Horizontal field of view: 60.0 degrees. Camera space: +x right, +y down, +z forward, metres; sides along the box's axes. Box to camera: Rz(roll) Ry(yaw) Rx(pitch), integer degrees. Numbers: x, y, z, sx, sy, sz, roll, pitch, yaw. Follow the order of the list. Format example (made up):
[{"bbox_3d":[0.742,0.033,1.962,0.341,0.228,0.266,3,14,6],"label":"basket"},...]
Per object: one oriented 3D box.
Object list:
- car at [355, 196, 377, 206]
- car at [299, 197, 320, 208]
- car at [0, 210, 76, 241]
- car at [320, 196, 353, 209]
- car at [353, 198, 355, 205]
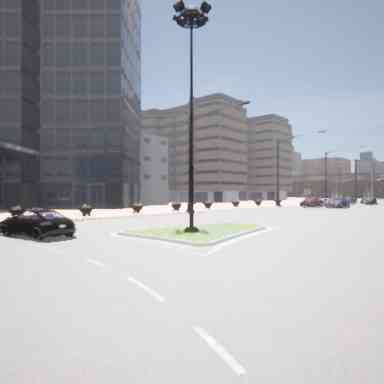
[{"bbox_3d":[30.470,1.529,57.414,2.128,1.511,4.902,0,0,43],"label":"car"},{"bbox_3d":[17.236,1.508,48.051,1.882,1.535,5.008,0,0,42],"label":"car"},{"bbox_3d":[-7.787,1.580,16.715,4.181,1.385,1.994,0,0,32],"label":"car"},{"bbox_3d":[19.987,1.379,45.874,2.097,1.767,4.553,0,0,42],"label":"car"},{"bbox_3d":[28.065,1.561,59.958,1.812,1.442,4.674,0,0,42],"label":"car"}]
